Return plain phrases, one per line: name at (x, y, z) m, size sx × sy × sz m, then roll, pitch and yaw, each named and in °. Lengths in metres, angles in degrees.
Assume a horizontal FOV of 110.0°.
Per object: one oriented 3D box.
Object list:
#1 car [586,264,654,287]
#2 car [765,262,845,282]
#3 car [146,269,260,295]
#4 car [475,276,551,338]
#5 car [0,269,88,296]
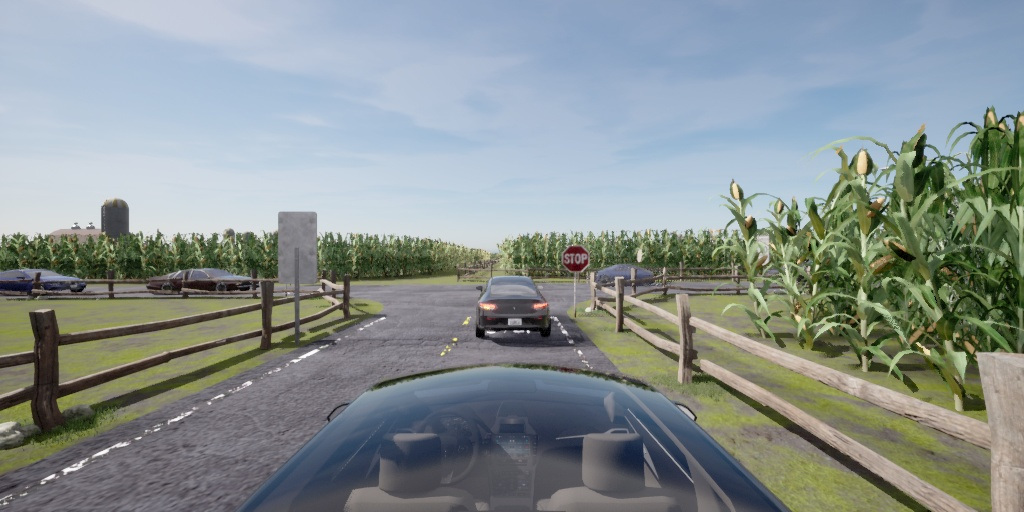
car at (7.015, 1.242, 23.384) m, size 4.181 × 1.385 × 1.994 m, roll 0°, pitch 0°, yaw 0°
car at (19.051, 1.102, 23.360) m, size 4.892 × 1.490 × 1.837 m, roll 0°, pitch 0°, yaw 0°
car at (-17.528, 1.429, 20.472) m, size 5.357 × 1.411 × 2.033 m, roll 0°, pitch 0°, yaw 0°
car at (-0.041, 1.275, 10.132) m, size 1.812 × 1.442 × 4.674 m, roll 0°, pitch 0°, yaw -3°
car at (-27.375, 1.487, 20.485) m, size 4.674 × 1.442 × 1.812 m, roll 0°, pitch 0°, yaw 0°
